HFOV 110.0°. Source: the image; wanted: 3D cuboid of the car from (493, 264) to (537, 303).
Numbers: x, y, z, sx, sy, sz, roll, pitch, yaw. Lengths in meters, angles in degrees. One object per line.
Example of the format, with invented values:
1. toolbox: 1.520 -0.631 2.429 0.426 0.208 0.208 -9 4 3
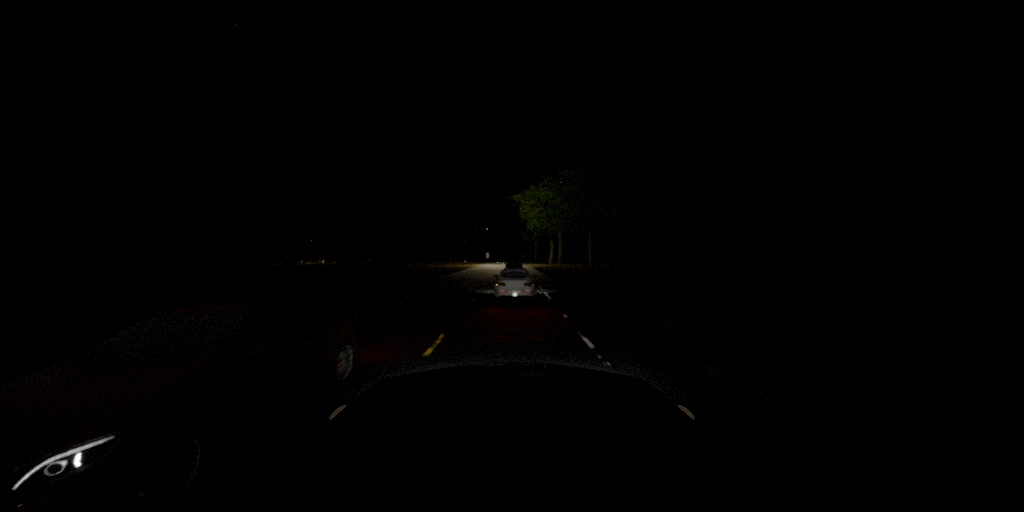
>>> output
1. car: 0.123 1.270 16.497 1.812 1.442 4.674 0 0 0

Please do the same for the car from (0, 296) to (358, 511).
1. car: -3.498 1.277 4.301 1.812 1.442 4.674 0 0 0

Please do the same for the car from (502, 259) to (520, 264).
1. car: 0.174 1.234 38.183 1.812 1.442 4.674 0 0 0
